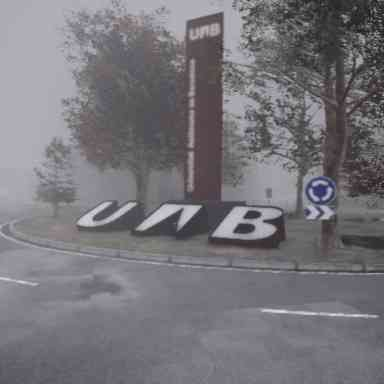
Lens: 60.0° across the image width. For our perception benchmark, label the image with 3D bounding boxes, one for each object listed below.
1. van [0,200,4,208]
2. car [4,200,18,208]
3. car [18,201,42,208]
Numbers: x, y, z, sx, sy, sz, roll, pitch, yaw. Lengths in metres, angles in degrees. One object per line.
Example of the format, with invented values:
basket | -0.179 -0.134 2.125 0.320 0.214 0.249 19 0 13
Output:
van | -39.493 2.641 69.967 4.442 1.987 1.878 -3 -2 36
car | -34.947 2.627 66.667 4.792 1.488 2.163 -3 -2 36
car | -30.494 2.374 63.455 4.674 1.452 2.002 -3 -4 36
